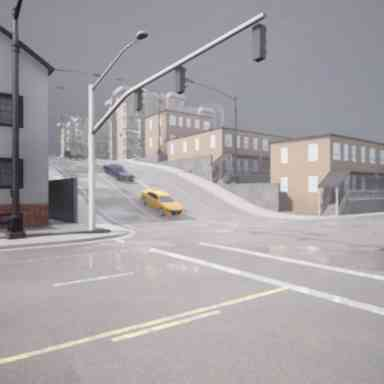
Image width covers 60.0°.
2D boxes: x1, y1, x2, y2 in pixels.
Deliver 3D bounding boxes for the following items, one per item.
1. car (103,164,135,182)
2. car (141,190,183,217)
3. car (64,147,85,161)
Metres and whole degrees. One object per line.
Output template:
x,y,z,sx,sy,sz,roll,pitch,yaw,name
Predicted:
-7.849,-2.122,35.663,1.895,1.301,4.718,0,17,-36,car
-2.615,0.800,28.608,1.882,1.535,5.008,0,16,-37,car
-17.242,-5.717,48.836,2.097,1.767,4.553,0,8,-35,car
